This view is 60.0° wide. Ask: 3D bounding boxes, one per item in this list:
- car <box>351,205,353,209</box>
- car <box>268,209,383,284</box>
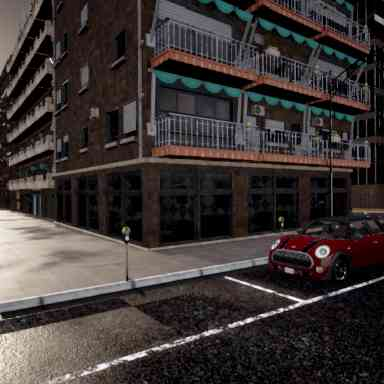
[{"bbox_3d":[17.738,1.745,41.600,1.967,1.590,4.097,-2,0,-36],"label":"car"},{"bbox_3d":[4.046,1.439,9.476,4.097,1.590,1.967,0,-1,-36],"label":"car"}]
